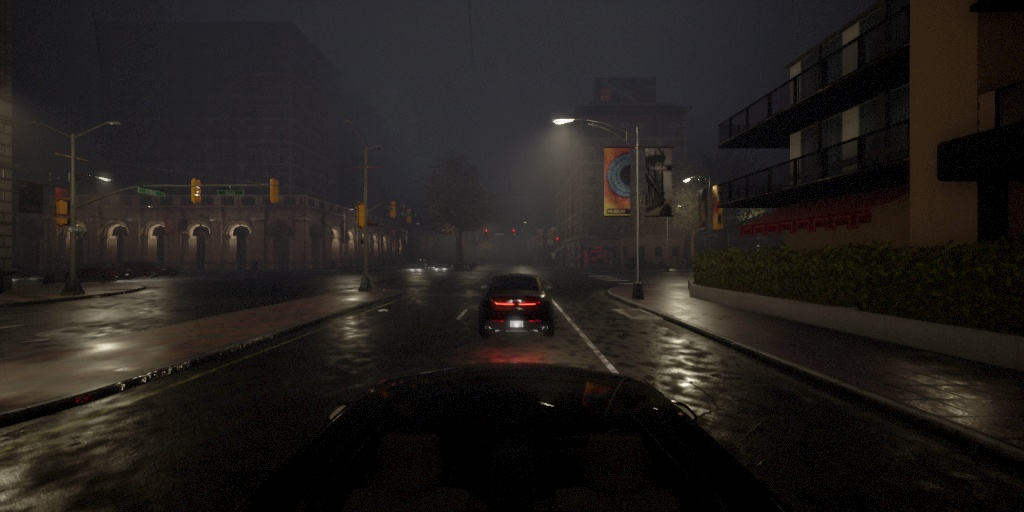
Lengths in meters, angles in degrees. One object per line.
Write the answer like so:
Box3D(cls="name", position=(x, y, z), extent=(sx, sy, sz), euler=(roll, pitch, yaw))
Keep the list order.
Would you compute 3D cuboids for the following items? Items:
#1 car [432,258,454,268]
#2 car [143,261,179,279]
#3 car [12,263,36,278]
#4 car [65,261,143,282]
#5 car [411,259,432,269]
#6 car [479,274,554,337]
Box3D(cls="car", position=(-11.302, 1.314, 58.747), extent=(1.994, 1.385, 4.181), euler=(0, 0, 0))
Box3D(cls="car", position=(-33.101, 1.228, 32.422), extent=(5.008, 1.535, 1.882), euler=(0, 0, 0))
Box3D(cls="car", position=(-46.209, 1.275, 32.448), extent=(4.674, 1.442, 1.812), euler=(0, 0, 1))
Box3D(cls="car", position=(-33.056, 1.314, 28.921), extent=(4.181, 1.385, 1.994), euler=(0, 0, 0))
Box3D(cls="car", position=(-14.808, 1.241, 57.978), extent=(2.128, 1.511, 4.902), euler=(0, 0, 0))
Box3D(cls="car", position=(0.117, 1.255, 10.339), extent=(1.837, 1.490, 4.892), euler=(0, 0, 0))
